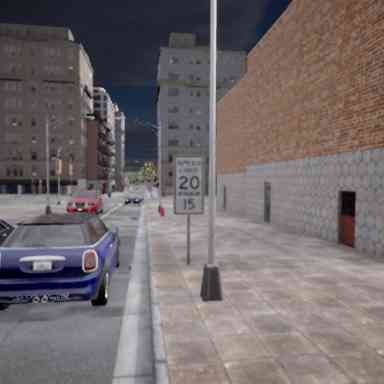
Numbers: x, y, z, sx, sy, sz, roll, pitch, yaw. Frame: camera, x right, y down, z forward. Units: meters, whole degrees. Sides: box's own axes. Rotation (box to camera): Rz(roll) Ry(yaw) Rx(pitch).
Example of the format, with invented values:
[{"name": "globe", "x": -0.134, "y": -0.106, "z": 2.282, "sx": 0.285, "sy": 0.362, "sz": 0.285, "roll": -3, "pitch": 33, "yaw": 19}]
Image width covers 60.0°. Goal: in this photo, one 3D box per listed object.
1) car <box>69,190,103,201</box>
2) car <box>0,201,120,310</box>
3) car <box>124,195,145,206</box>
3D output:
[{"name": "car", "x": -8.418, "y": 0.849, "z": 26.577, "sx": 2.150, "sy": 2.045, "sz": 5.566, "roll": 0, "pitch": 1, "yaw": -8}, {"name": "car", "x": -2.881, "y": 1.260, "z": 7.843, "sx": 2.097, "sy": 1.767, "sz": 4.553, "roll": 0, "pitch": 1, "yaw": -8}, {"name": "car", "x": -7.179, "y": 1.012, "z": 42.096, "sx": 1.895, "sy": 1.301, "sz": 4.718, "roll": 0, "pitch": 1, "yaw": 1}]
